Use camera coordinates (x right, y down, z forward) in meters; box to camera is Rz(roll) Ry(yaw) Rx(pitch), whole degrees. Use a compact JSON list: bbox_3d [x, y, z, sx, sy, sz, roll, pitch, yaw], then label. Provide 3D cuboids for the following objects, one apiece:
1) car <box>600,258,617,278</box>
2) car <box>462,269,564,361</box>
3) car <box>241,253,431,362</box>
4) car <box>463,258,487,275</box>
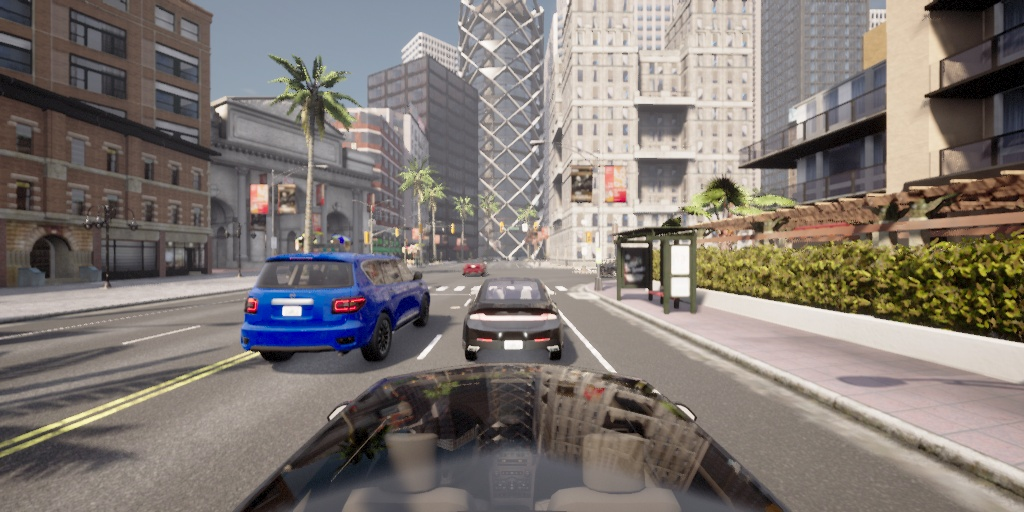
[{"bbox_3d":[10.103,1.211,32.543,4.892,1.490,1.837,0,-2,-17],"label":"car"},{"bbox_3d":[0.015,1.232,8.266,2.128,1.511,4.902,0,0,0],"label":"car"},{"bbox_3d":[-3.487,0.963,8.352,2.150,2.045,5.566,0,0,0],"label":"car"},{"bbox_3d":[-3.755,1.054,36.820,2.097,1.767,4.553,0,0,-1],"label":"car"}]
